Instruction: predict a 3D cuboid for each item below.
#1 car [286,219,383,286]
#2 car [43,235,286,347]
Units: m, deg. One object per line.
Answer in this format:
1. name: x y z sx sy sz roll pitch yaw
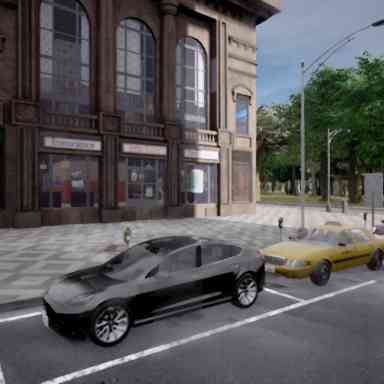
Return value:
1. car: 3.829 1.522 9.384 4.829 1.417 1.752 0 0 -36
2. car: -0.459 1.564 6.324 4.313 1.339 1.947 0 0 -36
